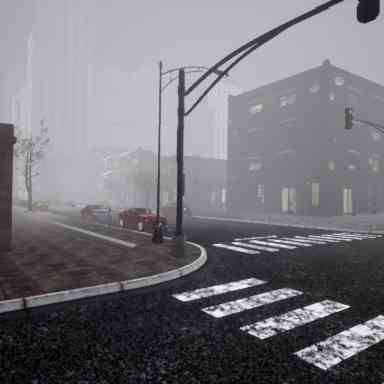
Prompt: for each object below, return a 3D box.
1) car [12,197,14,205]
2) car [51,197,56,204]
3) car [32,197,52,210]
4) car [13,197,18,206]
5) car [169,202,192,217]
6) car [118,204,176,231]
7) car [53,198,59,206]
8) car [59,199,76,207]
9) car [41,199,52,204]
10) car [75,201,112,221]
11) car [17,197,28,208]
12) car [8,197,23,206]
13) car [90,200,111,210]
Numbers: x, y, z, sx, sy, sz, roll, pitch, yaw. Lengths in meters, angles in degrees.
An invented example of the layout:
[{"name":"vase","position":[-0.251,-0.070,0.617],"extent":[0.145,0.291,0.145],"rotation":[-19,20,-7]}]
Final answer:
[{"name":"car","position":[-34.794,2.130,66.894],"extent":[1.947,1.339,4.313],"rotation":[1,-1,-35]},{"name":"car","position":[-34.207,2.139,80.762],"extent":[2.192,1.841,5.009],"rotation":[1,-1,-35]},{"name":"car","position":[-22.317,1.891,48.781],"extent":[1.752,1.417,4.829],"rotation":[1,-1,-35]},{"name":"car","position":[-31.643,2.080,62.346],"extent":[1.947,1.339,4.313],"rotation":[1,-1,-35]},{"name":"car","position":[-1.794,1.761,34.208],"extent":[1.967,1.590,4.097],"rotation":[1,-1,-35]},{"name":"car","position":[-3.142,1.615,20.985],"extent":[1.887,1.381,4.507],"rotation":[1,-1,-35]},{"name":"car","position":[-27.905,2.306,71.664],"extent":[1.802,1.307,4.206],"rotation":[1,-1,-35]},{"name":"car","position":[-24.754,2.114,67.117],"extent":[1.967,1.590,4.097],"rotation":[1,-1,-35]},{"name":"car","position":[-37.456,2.402,85.448],"extent":[1.752,1.417,4.829],"rotation":[1,-1,-35]},{"name":"car","position":[-8.269,1.729,28.383],"extent":[1.802,1.307,4.206],"rotation":[1,-1,-35]},{"name":"car","position":[-28.673,2.012,58.046],"extent":[1.887,1.381,4.507],"rotation":[1,-1,-35]},{"name":"car","position":[-37.945,1.930,71.445],"extent":[2.192,1.841,5.009],"rotation":[1,-1,-35]},{"name":"car","position":[-14.404,2.038,52.300],"extent":[1.752,1.417,4.829],"rotation":[1,-1,-35]}]
